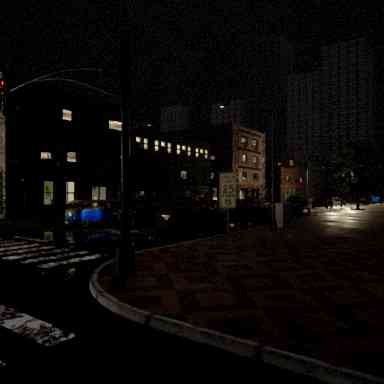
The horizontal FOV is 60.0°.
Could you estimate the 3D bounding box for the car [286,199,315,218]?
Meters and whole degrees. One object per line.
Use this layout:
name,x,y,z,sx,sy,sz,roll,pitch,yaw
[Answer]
car,9.749,1.659,31.289,1.947,1.339,4.313,-1,-1,35

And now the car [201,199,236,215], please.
car,2.908,1.572,36.131,1.967,1.590,4.097,-1,-1,35

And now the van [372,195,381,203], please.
van,44.864,1.695,80.882,1.690,1.788,3.998,-1,-1,35

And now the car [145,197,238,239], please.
car,0.170,1.351,17.766,2.192,1.841,5.009,-1,-1,35

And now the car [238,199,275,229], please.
car,3.363,1.369,22.274,2.192,1.841,5.009,-1,-1,35

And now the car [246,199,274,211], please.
car,9.293,1.725,45.146,2.008,1.369,4.403,-1,-1,35

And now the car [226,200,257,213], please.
car,6.100,1.704,40.637,2.008,1.369,4.403,-1,-1,35

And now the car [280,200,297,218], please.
car,6.556,1.618,26.781,1.887,1.381,4.507,-1,-1,35

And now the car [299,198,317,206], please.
car,22.063,1.818,63.179,2.008,1.369,4.403,-1,-1,35

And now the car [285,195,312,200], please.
car,15.344,1.516,49.033,2.150,2.045,5.566,0,0,35

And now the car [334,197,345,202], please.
car,38.024,1.939,85.720,1.887,1.381,4.507,-1,-1,35

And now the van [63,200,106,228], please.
van,-6.670,1.417,22.607,1.690,1.788,3.998,-1,0,35

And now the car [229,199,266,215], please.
car,6.107,1.605,36.149,1.882,1.535,5.008,0,-1,36

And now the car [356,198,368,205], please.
car,32.096,1.803,62.846,2.008,1.369,4.403,-1,-1,35

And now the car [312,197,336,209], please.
car,19.515,1.538,49.555,2.097,1.767,4.553,0,0,35

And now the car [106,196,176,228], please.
car,-2.976,1.293,23.346,2.150,2.045,5.566,0,0,36

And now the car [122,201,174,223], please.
car,-3.477,1.534,27.114,1.967,1.590,4.097,-1,-1,35

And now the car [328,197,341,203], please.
car,34.832,1.918,81.212,2.008,1.369,4.403,-1,-1,35

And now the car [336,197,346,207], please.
car,25.385,1.831,57.845,1.895,1.301,4.718,0,0,36

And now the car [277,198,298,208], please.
car,15.579,1.745,54.023,1.752,1.417,4.829,-1,-1,35
